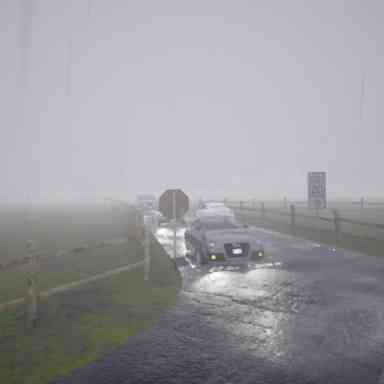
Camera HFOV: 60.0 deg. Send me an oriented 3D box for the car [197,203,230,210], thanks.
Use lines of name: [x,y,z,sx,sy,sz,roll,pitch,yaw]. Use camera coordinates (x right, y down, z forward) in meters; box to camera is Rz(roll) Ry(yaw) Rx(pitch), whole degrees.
car: [1.451,1.463,22.752,1.812,1.442,4.674,-1,0,-13]

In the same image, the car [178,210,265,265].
car: [0.942,1.546,11.633,1.994,1.385,4.181,-1,0,-11]

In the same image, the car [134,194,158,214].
car: [-4.932,1.248,35.705,2.150,2.045,5.566,-1,0,-16]

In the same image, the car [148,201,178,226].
car: [-1.783,1.600,23.956,1.895,1.301,4.718,-1,0,-14]
